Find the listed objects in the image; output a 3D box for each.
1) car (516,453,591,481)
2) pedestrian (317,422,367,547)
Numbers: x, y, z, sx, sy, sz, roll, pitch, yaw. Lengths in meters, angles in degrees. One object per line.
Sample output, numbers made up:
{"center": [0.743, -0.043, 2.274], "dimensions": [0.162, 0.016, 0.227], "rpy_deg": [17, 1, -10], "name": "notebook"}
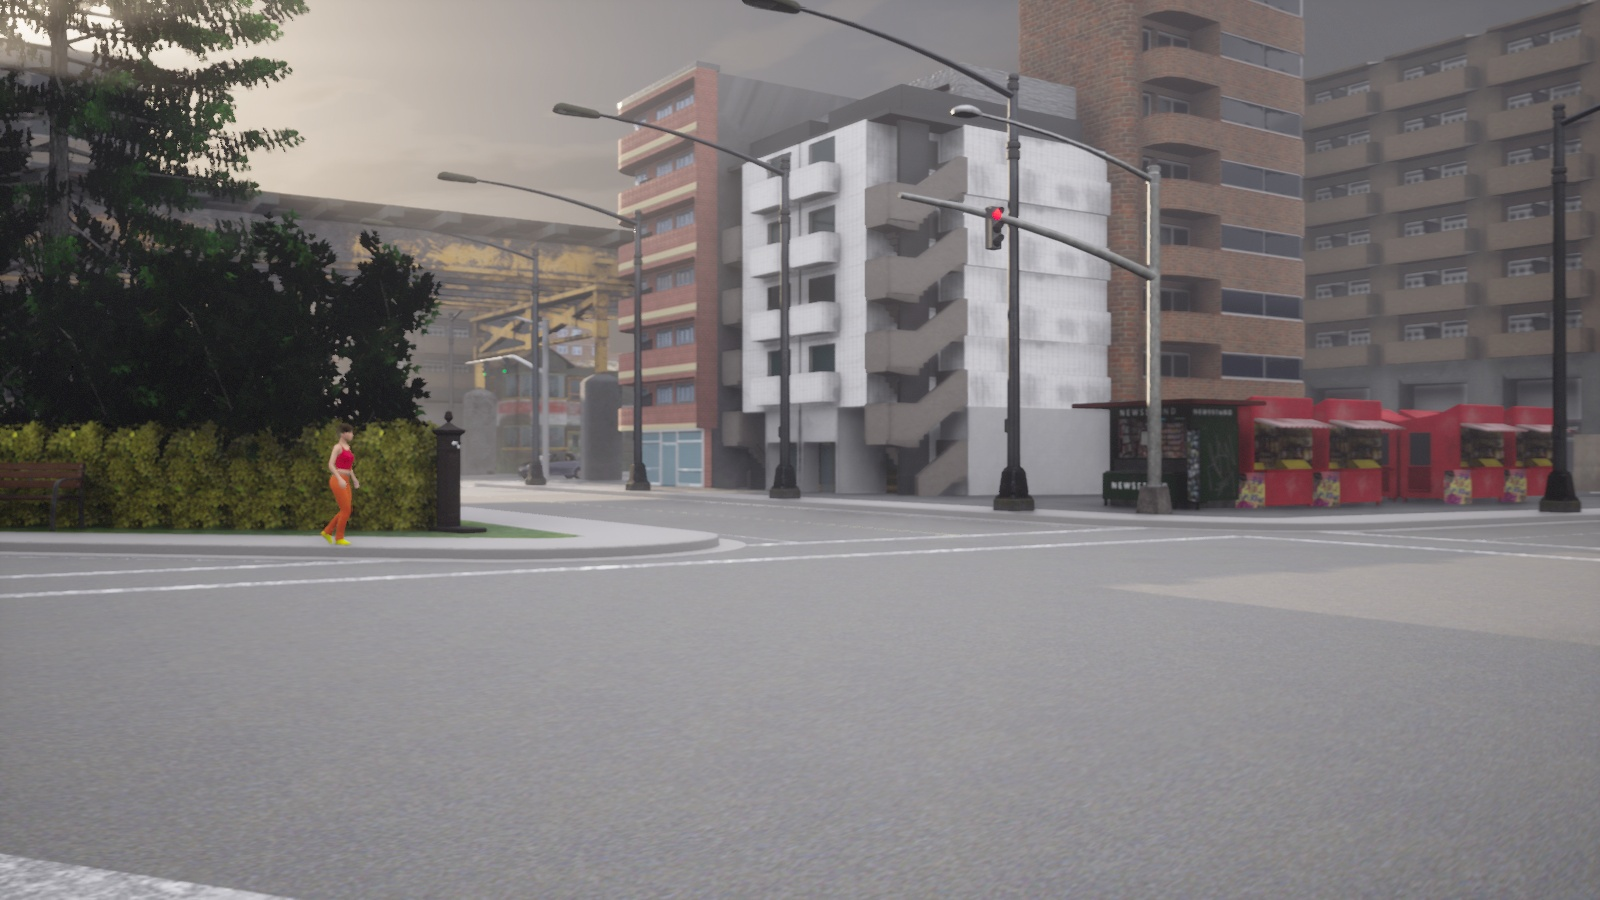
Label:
{"center": [-14.724, 0.984, 75.046], "dimensions": [3.988, 1.617, 1.851], "rpy_deg": [0, 0, -34], "name": "car"}
{"center": [-6.758, 0.507, 18.547], "dimensions": [0.594, 1.836, 0.345], "rpy_deg": [0, 0, 3], "name": "pedestrian"}
